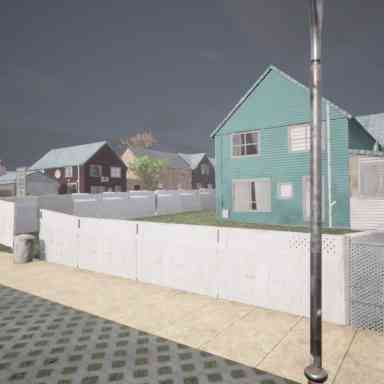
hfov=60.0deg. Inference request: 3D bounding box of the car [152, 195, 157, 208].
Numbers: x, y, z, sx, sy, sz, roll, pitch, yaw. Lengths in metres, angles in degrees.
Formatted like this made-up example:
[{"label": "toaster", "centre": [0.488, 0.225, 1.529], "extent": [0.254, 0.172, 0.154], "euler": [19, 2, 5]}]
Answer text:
[{"label": "car", "centre": [-4.957, 0.831, 32.299], "extent": [1.882, 1.535, 5.008], "euler": [-1, 1, 35]}]
